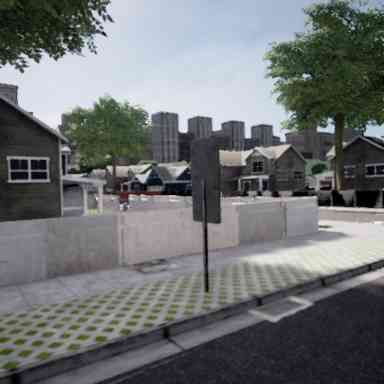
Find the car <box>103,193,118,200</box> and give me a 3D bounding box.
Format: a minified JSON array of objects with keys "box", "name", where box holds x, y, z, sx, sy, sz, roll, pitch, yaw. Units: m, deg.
[{"box":[-12.929,0.938,51.017,1.812,1.442,4.674,-2,1,-35],"name":"car"}]
